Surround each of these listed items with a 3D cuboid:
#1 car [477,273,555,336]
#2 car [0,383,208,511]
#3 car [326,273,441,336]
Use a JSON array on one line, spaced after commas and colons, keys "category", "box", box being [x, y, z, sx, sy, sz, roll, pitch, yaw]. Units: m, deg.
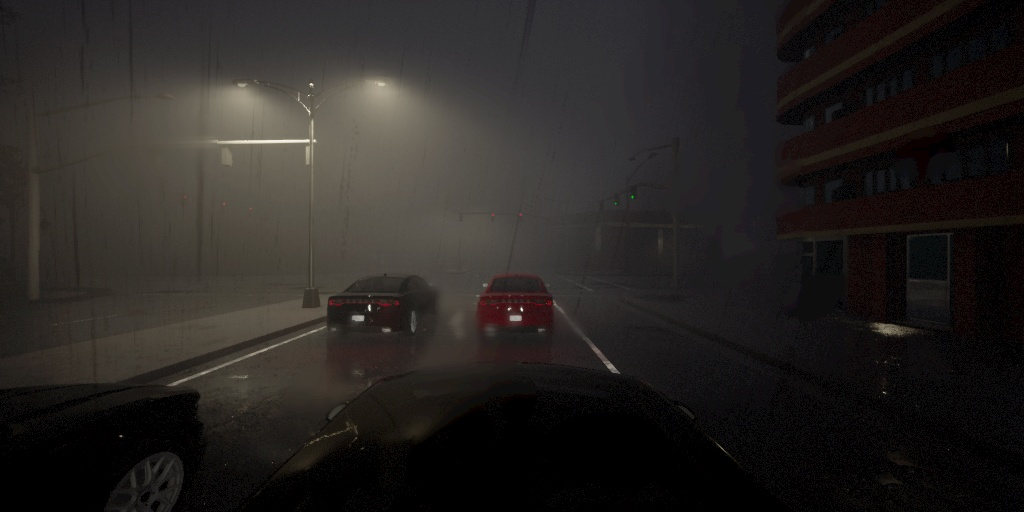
[{"category": "car", "box": [0.121, 1.228, 10.421, 1.882, 1.535, 5.008, 0, 0, 1]}, {"category": "car", "box": [-3.409, 1.228, 0.838, 1.882, 1.535, 5.008, 0, 0, 0]}, {"category": "car", "box": [-3.384, 1.228, 10.411, 1.882, 1.535, 5.008, 0, 0, 0]}]
